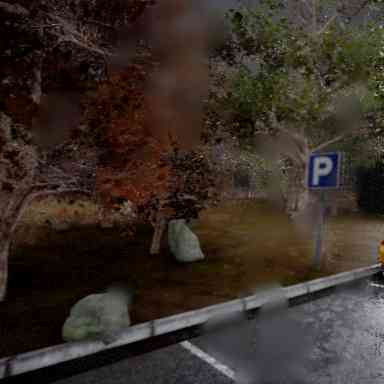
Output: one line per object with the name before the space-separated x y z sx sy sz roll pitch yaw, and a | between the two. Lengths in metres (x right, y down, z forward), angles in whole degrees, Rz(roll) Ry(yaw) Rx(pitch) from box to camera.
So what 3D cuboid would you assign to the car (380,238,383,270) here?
car | 7.235 1.513 9.223 5.008 1.535 2.097 0 0 -33
